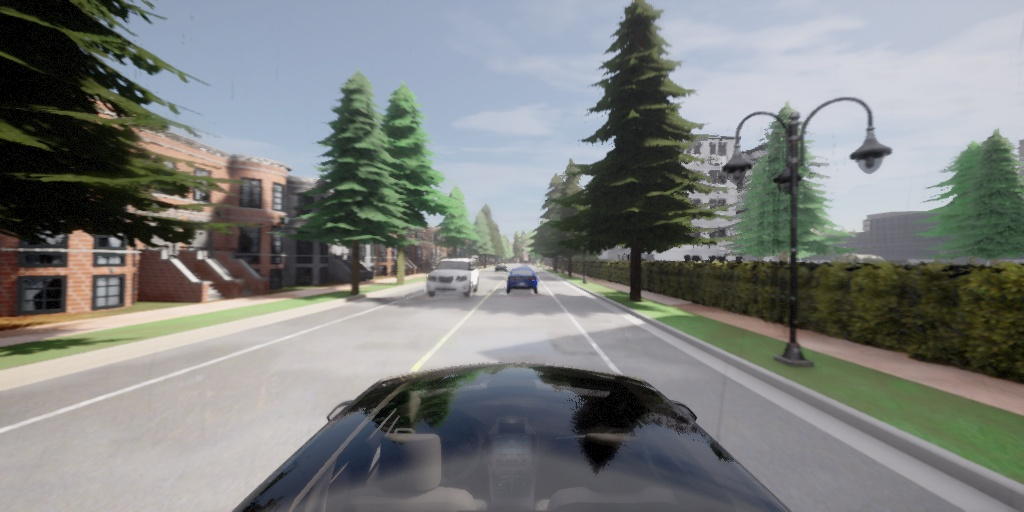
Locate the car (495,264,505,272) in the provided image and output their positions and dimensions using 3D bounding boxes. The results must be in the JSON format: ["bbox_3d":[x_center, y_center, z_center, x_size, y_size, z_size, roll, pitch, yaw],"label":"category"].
[{"bbox_3d":[-1.837,2.019,60.375,1.895,1.301,4.718,1,-1,2],"label":"car"}]

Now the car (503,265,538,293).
[{"bbox_3d":[0.661,1.494,23.210,1.882,1.535,5.008,1,0,2],"label":"car"}]

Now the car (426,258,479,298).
[{"bbox_3d":[-3.131,1.138,20.058,2.150,2.045,5.566,1,-1,2],"label":"car"}]
